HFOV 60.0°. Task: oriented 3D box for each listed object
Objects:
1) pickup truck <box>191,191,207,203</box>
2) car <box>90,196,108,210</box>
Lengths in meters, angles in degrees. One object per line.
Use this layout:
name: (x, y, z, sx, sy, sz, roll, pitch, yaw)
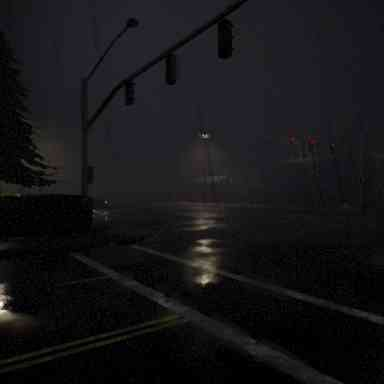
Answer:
pickup truck: (1.278, 0.899, 62.539, 2.390, 2.098, 6.274, 0, 0, -6)
car: (-11.975, 1.240, 40.631, 2.097, 1.767, 4.553, 0, 0, -36)
